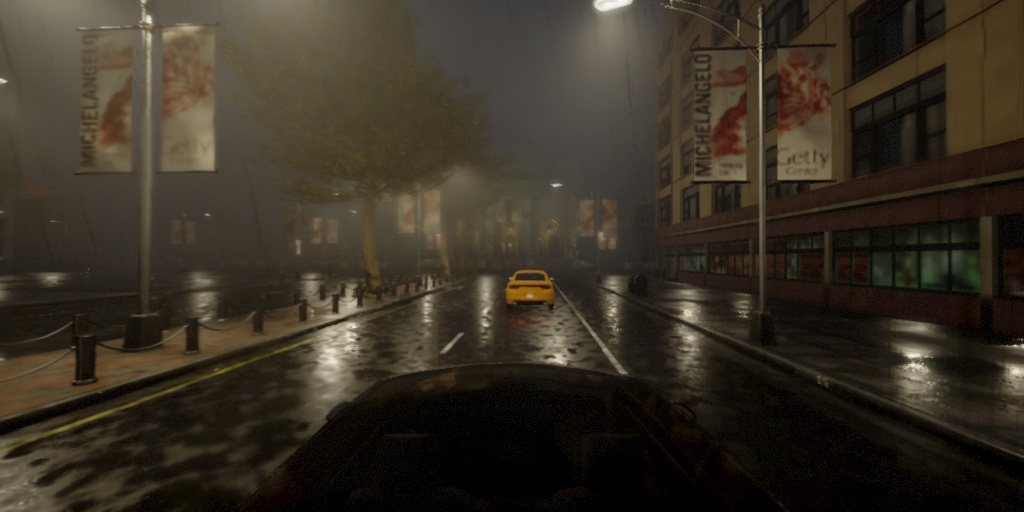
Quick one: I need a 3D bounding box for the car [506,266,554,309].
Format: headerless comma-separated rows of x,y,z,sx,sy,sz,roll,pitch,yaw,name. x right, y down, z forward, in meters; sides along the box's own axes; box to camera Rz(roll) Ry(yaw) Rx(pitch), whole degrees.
0.840,1.363,15.938,1.882,1.535,5.008,0,0,4,car
